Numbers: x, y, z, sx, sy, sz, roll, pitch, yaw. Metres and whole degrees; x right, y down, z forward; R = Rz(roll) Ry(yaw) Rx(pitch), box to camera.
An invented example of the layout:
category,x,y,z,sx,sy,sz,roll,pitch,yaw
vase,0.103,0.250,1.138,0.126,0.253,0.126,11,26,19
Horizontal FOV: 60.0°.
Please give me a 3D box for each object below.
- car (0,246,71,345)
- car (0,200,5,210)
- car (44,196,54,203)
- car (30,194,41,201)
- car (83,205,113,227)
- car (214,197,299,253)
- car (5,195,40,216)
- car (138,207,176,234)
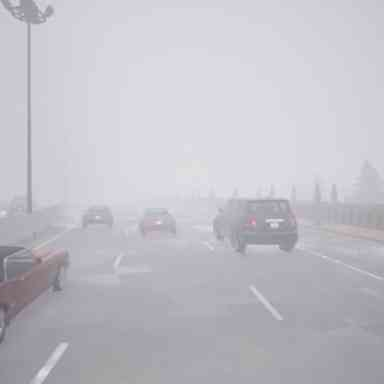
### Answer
category,x,y,z,sx,sy,sz,roll,pitch,yaw
car,-3.747,1.621,5.998,1.895,1.301,4.718,0,0,-4
car,-23.629,1.690,41.266,1.994,1.385,4.181,0,0,-20
car,-31.179,1.655,72.683,2.128,1.511,4.902,0,0,-20
car,-37.438,1.301,79.699,1.882,1.535,5.008,0,0,-20
car,-6.592,1.608,23.515,1.994,1.385,4.181,0,0,-14
car,2.436,1.222,13.950,2.150,2.045,5.566,0,0,-8
car,-17.545,1.317,34.667,2.150,2.045,5.566,0,0,-20
car,-2.111,1.587,19.518,1.994,1.385,4.181,0,0,-11
